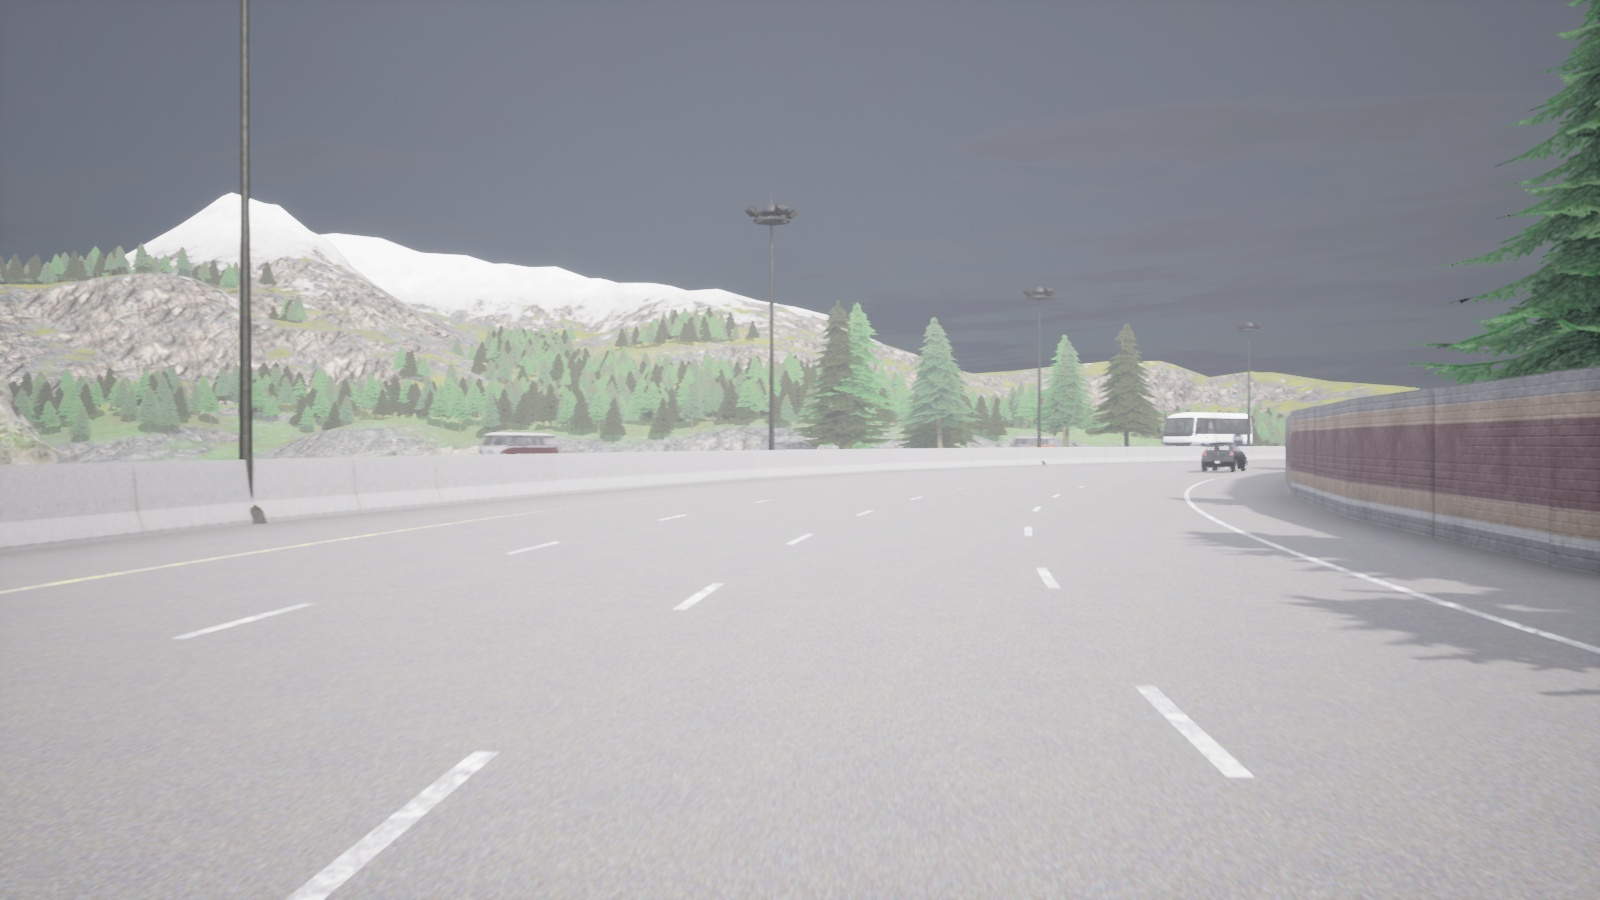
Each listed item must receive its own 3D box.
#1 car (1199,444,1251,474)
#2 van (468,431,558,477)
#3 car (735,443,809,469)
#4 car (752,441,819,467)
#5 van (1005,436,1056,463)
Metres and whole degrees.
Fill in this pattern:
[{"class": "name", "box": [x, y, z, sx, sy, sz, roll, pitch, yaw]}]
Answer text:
[{"class": "car", "box": [21.856, 0.424, 64.507, 1.845, 1.501, 3.633, 0, 0, 31]}, {"class": "van", "box": [-12.976, 0.161, 57.015, 1.775, 1.987, 4.442, 0, 0, 22]}, {"class": "car", "box": [-1.589, 0.333, 72.865, 2.163, 1.488, 4.792, 0, 0, 29]}, {"class": "car", "box": [-0.916, 0.218, 80.960, 2.033, 1.649, 4.856, 0, 0, 32]}, {"class": "van", "box": [17.383, -0.012, 94.533, 1.775, 1.987, 4.442, 0, 0, 40]}]
